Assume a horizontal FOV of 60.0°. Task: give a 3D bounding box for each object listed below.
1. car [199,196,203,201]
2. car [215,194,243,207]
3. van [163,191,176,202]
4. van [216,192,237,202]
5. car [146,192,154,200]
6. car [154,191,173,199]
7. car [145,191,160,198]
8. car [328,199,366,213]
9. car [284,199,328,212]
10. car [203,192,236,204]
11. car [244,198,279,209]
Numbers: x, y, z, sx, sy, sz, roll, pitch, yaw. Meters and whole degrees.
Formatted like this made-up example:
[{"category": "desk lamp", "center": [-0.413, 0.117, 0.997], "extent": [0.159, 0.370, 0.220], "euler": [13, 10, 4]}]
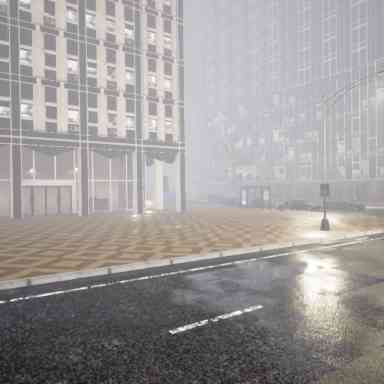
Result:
[{"category": "car", "center": [2.958, 1.041, 64.413], "extent": [1.802, 1.307, 4.206], "euler": [-1, 1, -34]}, {"category": "car", "center": [5.662, 1.318, 45.587], "extent": [1.947, 1.339, 4.313], "euler": [-1, 1, -34]}, {"category": "van", "center": [-3.949, 0.936, 59.666], "extent": [1.690, 1.788, 3.998], "euler": [0, 1, -34]}, {"category": "van", "center": [6.176, 0.853, 59.725], "extent": [1.690, 1.788, 3.998], "euler": [-1, 1, -34]}, {"category": "car", "center": [-10.387, 1.038, 69.036], "extent": [2.008, 1.369, 4.403], "euler": [0, 1, -34]}, {"category": "car", "center": [-6.699, 0.613, 78.462], "extent": [2.192, 1.841, 5.009], "euler": [0, 1, -34]}, {"category": "car", "center": [-9.918, 0.684, 83.148], "extent": [1.967, 1.590, 4.097], "euler": [0, 1, -34]}, {"category": "car", "center": [16.023, 1.404, 35.162], "extent": [1.994, 1.385, 4.181], "euler": [-1, 1, -34]}, {"category": "car", "center": [12.038, 1.422, 36.174], "extent": [1.947, 1.339, 4.313], "euler": [-1, 1, -34]}, {"category": "car", "center": [4.269, 1.004, 52.283], "extent": [2.097, 1.767, 4.553], "euler": [-1, 1, -34]}, {"category": "car", "center": [8.833, 1.386, 40.870], "extent": [1.802, 1.307, 4.206], "euler": [-1, 1, -34]}]
